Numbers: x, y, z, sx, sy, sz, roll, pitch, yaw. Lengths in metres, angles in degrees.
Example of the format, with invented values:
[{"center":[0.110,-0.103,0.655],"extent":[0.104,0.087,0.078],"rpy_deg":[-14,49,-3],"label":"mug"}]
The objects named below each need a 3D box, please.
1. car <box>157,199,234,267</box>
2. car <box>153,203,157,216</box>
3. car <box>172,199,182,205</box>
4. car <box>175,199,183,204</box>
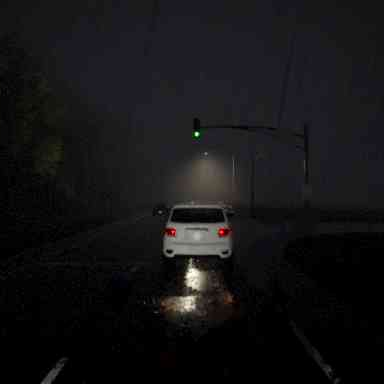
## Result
[{"center":[0.350,1.351,12.178],"extent":[2.150,2.045,5.566],"rpy_deg":[0,-1,4],"label":"car"},{"center":[-3.402,1.900,38.146],"extent":[1.837,1.490,4.892],"rpy_deg":[0,0,0],"label":"car"},{"center":[-3.501,2.316,77.843],"extent":[2.128,1.511,4.902],"rpy_deg":[0,-1,0],"label":"car"},{"center":[-3.503,2.448,88.288],"extent":[1.994,1.385,4.181],"rpy_deg":[0,-1,0],"label":"car"}]
